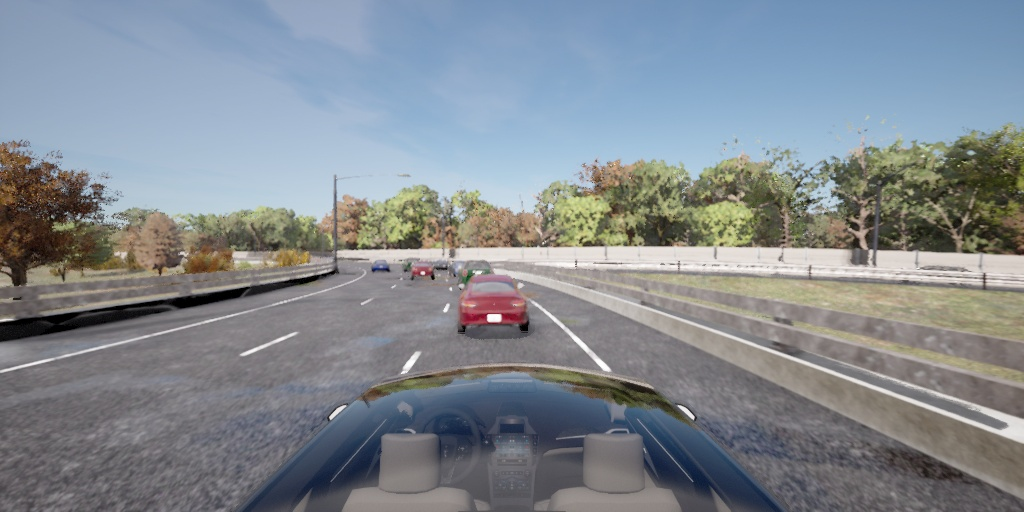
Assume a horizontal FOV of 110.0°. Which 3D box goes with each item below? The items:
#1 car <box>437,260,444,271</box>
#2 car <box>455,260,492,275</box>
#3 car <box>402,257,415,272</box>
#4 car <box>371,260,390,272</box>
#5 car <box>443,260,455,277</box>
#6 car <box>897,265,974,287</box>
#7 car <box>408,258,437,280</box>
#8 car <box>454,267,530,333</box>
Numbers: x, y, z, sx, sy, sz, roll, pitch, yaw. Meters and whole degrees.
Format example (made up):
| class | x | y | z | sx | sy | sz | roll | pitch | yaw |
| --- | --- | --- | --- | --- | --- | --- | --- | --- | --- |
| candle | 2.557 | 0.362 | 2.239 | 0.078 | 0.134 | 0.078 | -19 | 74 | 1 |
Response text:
| class | x | y | z | sx | sy | sz | roll | pitch | yaw |
| --- | --- | --- | --- | --- | --- | --- | --- | --- | --- |
| car | -8.834 | 1.149 | 44.535 | 1.994 | 1.385 | 4.181 | 0 | 0 | -22 |
| car | -2.279 | 1.015 | 22.486 | 2.097 | 1.767 | 4.553 | 0 | 0 | -11 |
| car | -12.111 | 0.951 | 43.321 | 2.097 | 1.767 | 4.553 | 0 | 0 | -21 |
| car | -15.822 | 1.176 | 43.153 | 1.994 | 1.385 | 4.181 | 0 | 0 | -22 |
| car | -4.857 | 1.169 | 33.613 | 2.033 | 1.411 | 5.357 | 0 | 0 | -17 |
| car | 37.833 | 1.587 | 32.183 | 4.553 | 1.767 | 2.097 | 3 | 2 | 26 |
| car | -7.530 | 1.171 | 30.173 | 1.812 | 1.442 | 4.674 | 0 | 0 | -15 |
| car | -0.592 | 1.238 | 10.493 | 1.812 | 1.442 | 4.674 | 0 | 0 | -5 |
